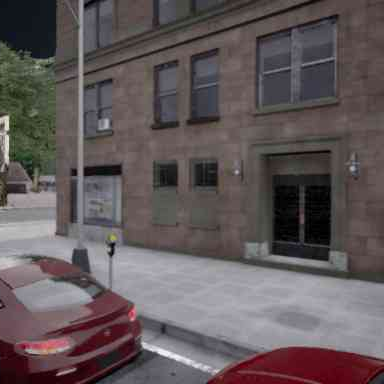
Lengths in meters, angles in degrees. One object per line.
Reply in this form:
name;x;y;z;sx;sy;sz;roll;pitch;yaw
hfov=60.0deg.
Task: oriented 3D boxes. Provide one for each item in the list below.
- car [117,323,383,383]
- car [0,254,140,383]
car;1.958;1.551;1.413;4.507;1.381;1.887;1;0;35
car;-2.535;1.548;4.616;4.206;1.307;1.802;1;0;35
